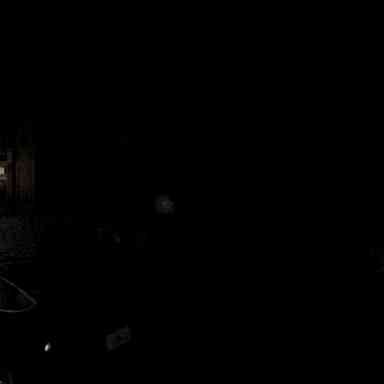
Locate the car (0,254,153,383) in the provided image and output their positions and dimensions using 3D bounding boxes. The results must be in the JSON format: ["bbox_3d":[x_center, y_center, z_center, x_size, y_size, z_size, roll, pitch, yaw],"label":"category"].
[{"bbox_3d":[-2.465,1.576,4.709,4.313,1.339,1.947,0,0,35],"label":"car"}]
